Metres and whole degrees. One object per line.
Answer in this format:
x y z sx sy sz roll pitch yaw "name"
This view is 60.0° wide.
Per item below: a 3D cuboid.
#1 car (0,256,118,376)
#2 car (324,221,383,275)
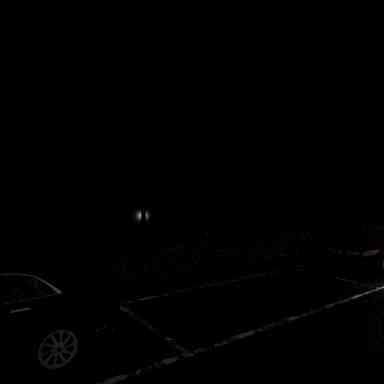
-3.108 1.551 3.976 4.403 1.369 2.008 0 0 -35 "car"
5.893 1.582 10.365 4.206 1.307 1.802 0 0 -35 "car"
